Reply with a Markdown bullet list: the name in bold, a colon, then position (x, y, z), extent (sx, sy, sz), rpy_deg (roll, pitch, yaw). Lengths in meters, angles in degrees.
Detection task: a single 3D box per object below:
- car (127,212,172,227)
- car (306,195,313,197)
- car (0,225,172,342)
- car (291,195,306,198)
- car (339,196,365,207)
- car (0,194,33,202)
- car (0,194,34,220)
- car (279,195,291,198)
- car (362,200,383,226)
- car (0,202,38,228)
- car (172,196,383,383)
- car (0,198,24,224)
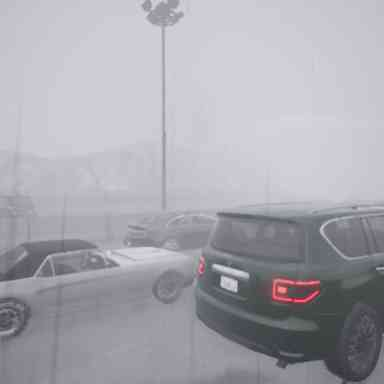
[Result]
- **car**: position (-0.086, 1.453, 12.282), extent (4.902, 1.511, 2.128), rpy_deg (0, 0, -36)
- **car**: position (18.617, 1.363, 47.842), extent (1.895, 1.301, 4.718), rpy_deg (0, 0, 42)
- **car**: position (-2.193, 1.590, 6.480), extent (4.718, 1.301, 1.895), rpy_deg (0, 0, -35)
- **car**: position (17.890, 1.228, 52.423), extent (1.882, 1.535, 5.008), rpy_deg (0, 0, 40)
- **car**: position (23.022, 1.291, 47.628), extent (2.033, 1.411, 5.357), rpy_deg (0, 0, 41)
- **car**: position (-12.686, 1.213, 20.745), extent (5.566, 2.045, 2.150), rpy_deg (0, 0, -36)
- **car**: position (-16.073, 1.207, 26.926), extent (5.566, 2.045, 2.150), rpy_deg (0, 0, -36)
- **car**: position (15.603, 1.245, 55.142), extent (2.128, 1.511, 4.902), rpy_deg (0, 0, 40)
- **car**: position (13.738, 1.371, 23.037), extent (4.892, 1.490, 1.837), rpy_deg (-1, 1, -41)
- **car**: position (-11.019, 1.497, 17.642), extent (4.892, 1.490, 1.837), rpy_deg (-1, 1, -36)
- **car**: position (2.639, 1.194, 5.626), extent (5.566, 2.045, 2.150), rpy_deg (-1, 0, -35)
- **car**: position (-14.644, 1.342, 23.659), extent (4.553, 1.767, 2.097), rpy_deg (0, 0, -36)
